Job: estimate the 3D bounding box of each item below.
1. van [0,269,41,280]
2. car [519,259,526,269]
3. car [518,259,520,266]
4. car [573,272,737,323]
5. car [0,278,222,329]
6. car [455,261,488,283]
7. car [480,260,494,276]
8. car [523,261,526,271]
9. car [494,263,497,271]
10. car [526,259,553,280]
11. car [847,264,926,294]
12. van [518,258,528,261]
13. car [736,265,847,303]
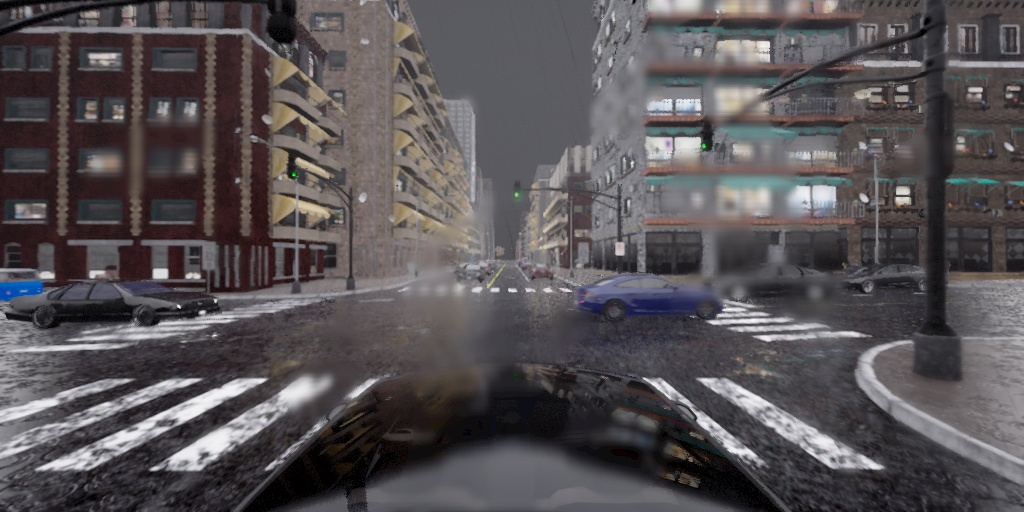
[{"bbox_3d":[-25.439,1.515,17.327,3.998,1.789,1.690,0,0,0],"label":"van"},{"bbox_3d":[2.472,1.515,54.222,1.802,1.307,4.207,0,0,0],"label":"car"},{"bbox_3d":[2.450,1.535,59.756,1.802,1.307,4.207,0,0,0],"label":"car"},{"bbox_3d":[4.388,1.289,11.768,4.674,1.442,1.812,-1,0,-1],"label":"car"},{"bbox_3d":[-12.707,1.489,11.618,5.357,1.411,2.033,-1,0,0],"label":"car"},{"bbox_3d":[-3.215,1.364,29.209,1.812,1.442,4.674,0,0,0],"label":"car"},{"bbox_3d":[-3.254,1.399,39.266,1.812,1.442,4.674,0,0,0],"label":"car"},{"bbox_3d":[2.538,1.425,37.619,2.007,1.370,4.403,0,0,0],"label":"car"},{"bbox_3d":[-3.293,1.485,53.267,1.994,1.385,4.181,0,0,0],"label":"car"},{"bbox_3d":[2.560,1.295,32.085,1.967,1.591,4.097,0,0,0],"label":"car"},{"bbox_3d":[18.197,1.088,17.710,4.313,1.339,1.948,0,0,0],"label":"car"},{"bbox_3d":[2.427,1.315,65.290,1.690,1.789,3.998,0,0,0],"label":"van"},{"bbox_3d":[10.645,1.121,15.127,4.892,1.490,1.837,-1,0,3],"label":"car"}]
